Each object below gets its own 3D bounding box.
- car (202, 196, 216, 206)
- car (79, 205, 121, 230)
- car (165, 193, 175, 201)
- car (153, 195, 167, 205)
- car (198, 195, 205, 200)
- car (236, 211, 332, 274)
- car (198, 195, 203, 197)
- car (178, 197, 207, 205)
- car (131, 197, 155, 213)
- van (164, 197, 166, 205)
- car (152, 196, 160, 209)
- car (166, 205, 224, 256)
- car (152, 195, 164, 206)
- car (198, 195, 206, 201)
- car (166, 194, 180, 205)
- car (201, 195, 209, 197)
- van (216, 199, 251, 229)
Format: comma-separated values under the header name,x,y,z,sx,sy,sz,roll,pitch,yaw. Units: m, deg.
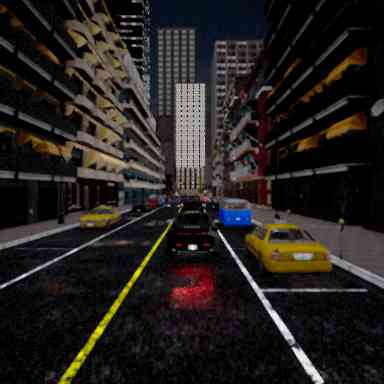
name,x,y,z,sx,sy,sz,roll,pitch,yaw
car,2.676,1.550,43.310,2.008,1.369,4.403,-1,0,0
car,-5.702,1.523,21.059,1.752,1.417,4.829,0,0,0
car,-5.712,1.329,87.510,2.192,1.841,5.009,-1,0,0
car,-5.708,1.443,59.893,1.967,1.590,4.097,-1,0,0
car,2.671,1.568,93.021,2.008,1.369,4.403,-1,0,0
car,2.680,1.523,10.340,1.752,1.417,4.829,-1,0,0
car,2.991,1.359,74.224,2.097,1.767,4.553,0,0,0
car,0.050,1.475,29.239,1.882,1.535,5.008,0,0,0
car,-5.703,1.564,37.799,1.947,1.339,4.313,0,0,0
van,-5.708,1.342,54.370,1.690,1.788,3.998,-1,0,0
car,-5.704,1.544,43.322,1.887,1.381,4.507,0,0,0
car,0.043,1.504,13.078,1.837,1.490,4.892,0,0,1
car,-5.705,1.545,48.846,1.887,1.381,4.507,-1,0,0
car,2.671,1.559,87.497,1.887,1.381,4.507,-1,0,0
car,-3.064,1.354,58.308,2.097,1.767,4.553,0,0,1
car,2.676,1.550,48.834,2.008,1.369,4.403,-1,0,0
van,2.677,1.339,21.218,1.690,1.788,3.998,-1,0,0
